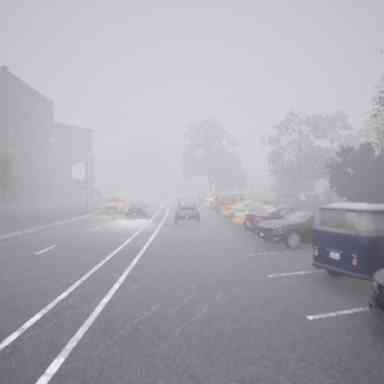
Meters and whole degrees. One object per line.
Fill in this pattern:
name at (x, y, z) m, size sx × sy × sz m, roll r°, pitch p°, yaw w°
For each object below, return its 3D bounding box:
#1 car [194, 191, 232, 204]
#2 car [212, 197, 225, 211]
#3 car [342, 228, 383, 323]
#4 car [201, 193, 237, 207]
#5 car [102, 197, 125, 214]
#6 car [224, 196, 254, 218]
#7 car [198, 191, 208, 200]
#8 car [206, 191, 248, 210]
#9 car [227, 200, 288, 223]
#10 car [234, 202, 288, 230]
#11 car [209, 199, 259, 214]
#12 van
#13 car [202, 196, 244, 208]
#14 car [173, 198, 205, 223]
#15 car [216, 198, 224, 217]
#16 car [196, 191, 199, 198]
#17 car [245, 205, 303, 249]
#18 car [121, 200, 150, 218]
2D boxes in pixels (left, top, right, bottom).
car at (3.384, 0.838, 53.081) m, size 5.566 × 2.045 × 2.435 m, roll 0°, pitch 1°, yaw -24°
car at (4.714, 1.485, 29.321) m, size 4.892 × 1.521 × 2.231 m, roll 1°, pitch 1°, yaw -23°
car at (5.302, 1.483, 5.556) m, size 5.008 × 1.535 × 2.097 m, roll 1°, pitch 0°, yaw -21°
car at (3.795, 1.110, 47.152) m, size 4.553 × 1.767 × 2.185 m, roll 0°, pitch 2°, yaw -24°
car at (-7.939, 1.322, 34.550) m, size 2.097 × 1.767 × 4.553 m, roll 0°, pitch 1°, yaw -3°
car at (4.952, 1.363, 23.389) m, size 4.553 × 1.767 × 2.185 m, roll 1°, pitch 0°, yaw -22°
car at (4.106, 1.108, 41.187) m, size 5.566 × 2.045 × 2.435 m, roll 0°, pitch 1°, yaw -23°
car at (4.607, 1.217, 32.308) m, size 5.566 × 2.045 × 2.435 m, roll 1°, pitch 0°, yaw -23°
car at (5.185, 1.487, 20.483) m, size 5.366 × 1.575 × 1.946 m, roll 1°, pitch 0°, yaw -22°
car at (5.085, 1.486, 17.445) m, size 5.008 × 1.535 × 2.097 m, roll 1°, pitch 0°, yaw -22°
car at (4.466, 1.472, 35.282) m, size 4.792 × 1.488 × 2.163 m, roll 0°, pitch 0°, yaw -23°
van at (5.372, 1.258, 8.578) m, size 4.442 × 1.987 × 1.878 m, roll 1°, pitch 0°, yaw -21°
car at (4.120, 1.300, 44.262) m, size 5.366 × 1.575 × 1.946 m, roll 0°, pitch 1°, yaw -24°
car at (-0.398, 1.498, 25.341) m, size 2.128 × 1.511 × 4.902 m, roll 0°, pitch 0°, yaw -2°
car at (4.815, 1.489, 26.353) m, size 5.008 × 1.535 × 2.097 m, roll 1°, pitch 0°, yaw -22°
car at (3.545, 0.911, 50.084) m, size 5.566 × 2.045 × 2.435 m, roll 0°, pitch 2°, yaw -24°
car at (5.169, 1.485, 14.468) m, size 5.008 × 1.535 × 2.097 m, roll 1°, pitch 0°, yaw -21°
car at (-4.952, 1.599, 30.655) m, size 1.895 × 1.301 × 4.718 m, roll 0°, pitch 0°, yaw -2°
